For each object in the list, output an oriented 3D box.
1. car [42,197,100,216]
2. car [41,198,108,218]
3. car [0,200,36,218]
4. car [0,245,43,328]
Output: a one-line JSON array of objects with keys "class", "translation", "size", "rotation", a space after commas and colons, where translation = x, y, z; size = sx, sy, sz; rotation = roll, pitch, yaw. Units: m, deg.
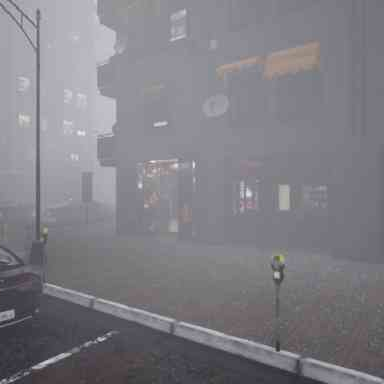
[{"class": "car", "translation": [-10.944, 1.250, 30.490], "size": [1.752, 1.417, 4.829], "rotation": [1, 1, 35]}, {"class": "car", "translation": [-9.580, 1.290, 27.939], "size": [2.033, 1.411, 5.357], "rotation": [0, 1, 35]}, {"class": "car", "translation": [-14.033, 1.350, 26.064], "size": [2.008, 1.369, 4.403], "rotation": [1, 1, 35]}, {"class": "car", "translation": [-4.465, 1.551, 6.056], "size": [4.403, 1.369, 2.008], "rotation": [0, 0, 35]}]
